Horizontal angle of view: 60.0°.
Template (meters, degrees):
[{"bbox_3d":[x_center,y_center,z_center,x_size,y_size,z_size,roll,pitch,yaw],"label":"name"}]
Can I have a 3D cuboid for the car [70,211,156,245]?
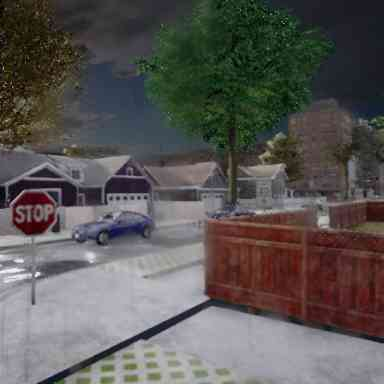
[{"bbox_3d":[-3.789,1.701,16.734,1.812,1.442,4.674,-1,-1,35],"label":"car"}]

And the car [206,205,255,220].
[{"bbox_3d":[3.220,1.732,26.562,2.033,1.411,5.357,-1,-1,35],"label":"car"}]

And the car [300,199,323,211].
[{"bbox_3d":[15.969,1.716,44.298,1.837,1.490,4.892,-1,-1,36],"label":"car"}]
